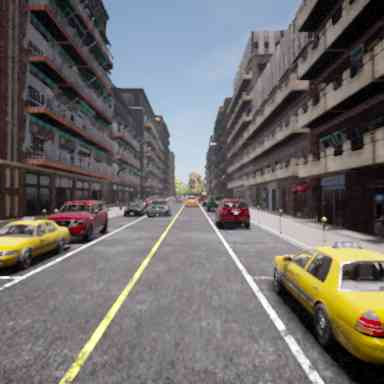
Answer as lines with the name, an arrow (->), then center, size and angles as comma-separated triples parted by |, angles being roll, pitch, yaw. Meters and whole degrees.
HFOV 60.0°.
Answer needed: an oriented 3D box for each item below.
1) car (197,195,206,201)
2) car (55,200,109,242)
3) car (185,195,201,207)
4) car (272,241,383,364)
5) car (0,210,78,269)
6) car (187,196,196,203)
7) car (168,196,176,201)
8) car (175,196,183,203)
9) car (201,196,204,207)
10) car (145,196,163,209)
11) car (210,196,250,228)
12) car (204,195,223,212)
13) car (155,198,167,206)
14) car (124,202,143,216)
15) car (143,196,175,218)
car -> 2.658, 1.690, 94.999 | 2.192, 1.841, 5.009 | 1, 0, 0
car -> -5.685, 1.378, 17.078 | 2.192, 1.841, 5.009 | 1, 0, 0
car -> -0.025, 1.564, 55.265 | 2.097, 1.767, 4.553 | 0, 0, 0
car -> 2.698, 1.549, 6.082 | 1.752, 1.417, 4.829 | 1, 0, 0
car -> -5.685, 1.567, 11.340 | 1.752, 1.417, 4.829 | 1, 0, 0
car -> -0.033, 1.644, 72.894 | 1.882, 1.535, 5.008 | 0, 0, 0
car -> -5.725, 1.925, 95.028 | 2.008, 1.369, 4.403 | 1, 0, 0
car -> -3.035, 1.579, 72.892 | 2.097, 1.767, 4.553 | 0, 0, 0
car -> 2.673, 1.781, 56.023 | 1.947, 1.339, 4.313 | 1, 0, 0
car -> -5.701, 1.507, 50.485 | 2.192, 1.841, 5.009 | 1, 0, 0
car -> 2.693, 1.400, 22.617 | 2.192, 1.841, 5.009 | 1, 0, 0
car -> 2.980, 1.385, 42.055 | 2.150, 2.045, 5.566 | 0, 0, 0
car -> -5.710, 1.819, 61.620 | 1.802, 1.307, 4.206 | 1, 0, 0
car -> -5.696, 1.693, 33.782 | 1.947, 1.339, 4.313 | 1, 0, 0
car -> -3.109, 1.473, 32.072 | 2.097, 1.767, 4.553 | 0, 0, 0
